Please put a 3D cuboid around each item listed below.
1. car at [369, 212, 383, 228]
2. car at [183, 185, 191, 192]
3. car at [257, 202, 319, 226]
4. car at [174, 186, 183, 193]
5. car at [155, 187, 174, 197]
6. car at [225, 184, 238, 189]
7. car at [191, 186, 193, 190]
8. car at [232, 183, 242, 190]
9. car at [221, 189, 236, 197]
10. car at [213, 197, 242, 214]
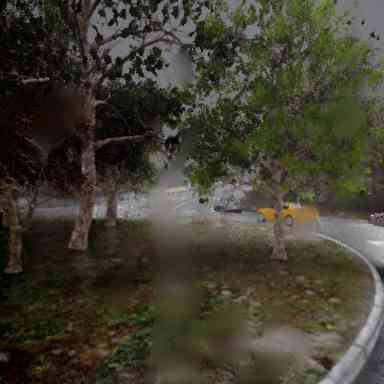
[{"bbox_3d":[13.460,1.554,20.801,4.181,1.385,1.994,0,0,38],"label":"car"},{"bbox_3d":[-2.601,-0.582,79.338,1.946,1.575,5.366,0,3,18],"label":"car"},{"bbox_3d":[6.567,1.470,23.389,1.882,1.535,5.008,0,0,-25],"label":"car"},{"bbox_3d":[-4.338,-0.250,74.103,1.946,1.575,5.366,0,3,18],"label":"car"},{"bbox_3d":[-6.083,0.085,68.874,1.946,1.575,5.366,0,3,19],"label":"car"},{"bbox_3d":[8.380,-0.453,75.353,2.033,1.411,5.357,0,3,19],"label":"car"},{"bbox_3d":[-0.777,-1.180,84.826,2.435,2.045,5.566,0,3,18],"label":"car"},{"bbox_3d":[11.704,-1.259,85.226,1.812,1.442,4.674,0,3,19],"label":"car"},{"bbox_3d":[6.209,0.676,57.084,1.994,1.385,4.181,0,4,14],"label":"car"},{"bbox_3d":[3.725,1.547,35.649,1.994,1.385,4.181,-1,1,-16],"label":"car"}]
